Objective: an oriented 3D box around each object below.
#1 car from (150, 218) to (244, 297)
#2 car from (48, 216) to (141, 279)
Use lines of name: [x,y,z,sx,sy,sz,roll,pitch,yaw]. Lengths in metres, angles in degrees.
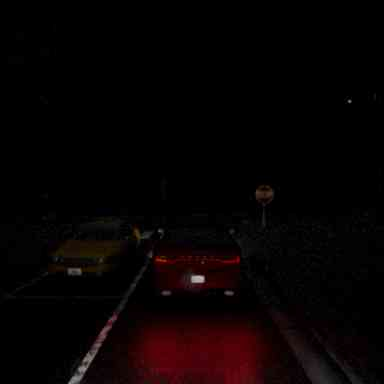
car: [0.111,1.396,8.463,1.882,1.535,5.008,0,1,0]
car: [-2.600,1.431,9.822,1.752,1.417,4.829,1,1,0]
